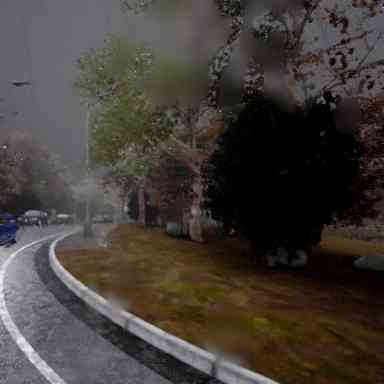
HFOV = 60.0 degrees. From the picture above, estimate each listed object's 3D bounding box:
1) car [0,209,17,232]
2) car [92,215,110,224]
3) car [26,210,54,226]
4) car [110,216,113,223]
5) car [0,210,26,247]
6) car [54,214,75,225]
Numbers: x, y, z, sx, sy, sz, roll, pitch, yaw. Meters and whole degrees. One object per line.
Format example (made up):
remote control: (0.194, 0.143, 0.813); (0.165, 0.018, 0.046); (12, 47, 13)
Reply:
car: (-13.993, 1.929, 22.742); (1.882, 1.535, 5.008); (0, -3, -8)
car: (-14.633, 4.363, 52.700); (1.994, 1.385, 4.181); (0, -5, -8)
car: (-15.367, 2.579, 32.504); (1.837, 1.490, 4.892); (0, -4, -8)
car: (-16.031, 5.182, 62.643); (1.837, 1.490, 4.892); (0, -5, -7)
car: (-8.556, 1.588, 13.644); (1.882, 1.535, 5.008); (0, -1, -15)
car: (-16.967, 3.582, 43.921); (1.812, 1.442, 4.674); (0, -5, -8)
